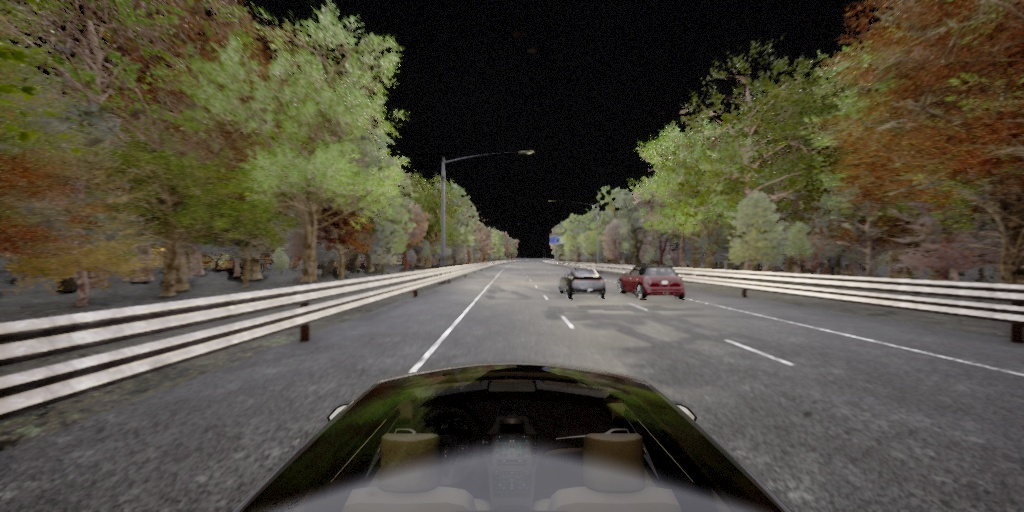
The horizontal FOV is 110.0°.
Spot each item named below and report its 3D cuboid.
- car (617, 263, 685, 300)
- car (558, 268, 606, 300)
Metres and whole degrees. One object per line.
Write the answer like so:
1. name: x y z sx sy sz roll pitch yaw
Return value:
1. car: 7.100 1.255 18.779 2.097 1.767 4.553 0 -1 0
2. car: 3.601 1.396 19.018 2.128 1.511 4.902 0 -1 0
